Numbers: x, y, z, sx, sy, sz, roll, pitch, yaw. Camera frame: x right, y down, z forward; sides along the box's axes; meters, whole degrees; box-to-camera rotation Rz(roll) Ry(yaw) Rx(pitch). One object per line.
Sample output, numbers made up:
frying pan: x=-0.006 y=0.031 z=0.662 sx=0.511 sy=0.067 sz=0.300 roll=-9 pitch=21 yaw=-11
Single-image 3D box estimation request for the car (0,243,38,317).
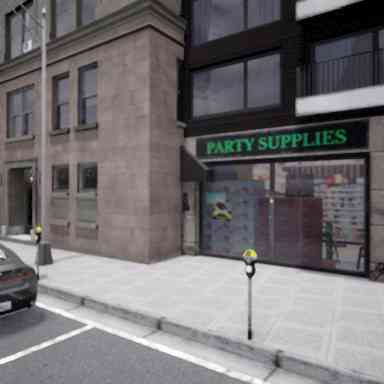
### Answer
car: x=-4.718 y=1.553 z=6.424 sx=4.403 sy=1.369 sz=2.008 roll=0 pitch=0 yaw=35
